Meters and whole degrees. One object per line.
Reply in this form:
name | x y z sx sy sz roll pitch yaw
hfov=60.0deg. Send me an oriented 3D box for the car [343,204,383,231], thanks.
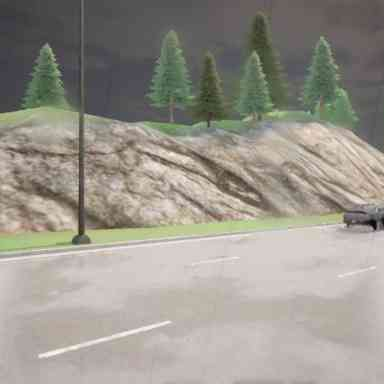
car | 11.204 1.488 20.365 4.902 1.511 2.128 0 0 -36
